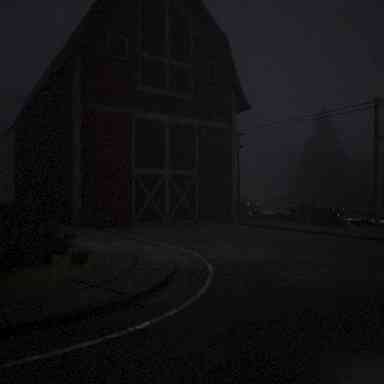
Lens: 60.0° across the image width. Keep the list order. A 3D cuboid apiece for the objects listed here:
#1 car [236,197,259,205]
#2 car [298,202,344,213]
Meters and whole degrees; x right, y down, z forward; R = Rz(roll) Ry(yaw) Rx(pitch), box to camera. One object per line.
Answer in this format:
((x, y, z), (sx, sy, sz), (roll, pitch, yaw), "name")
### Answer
((5.764, 1.379, 38.355), (2.097, 1.767, 4.553), (0, 0, -34), "car")
((11.328, 1.628, 30.246), (1.895, 1.301, 4.718), (0, 0, -34), "car")
